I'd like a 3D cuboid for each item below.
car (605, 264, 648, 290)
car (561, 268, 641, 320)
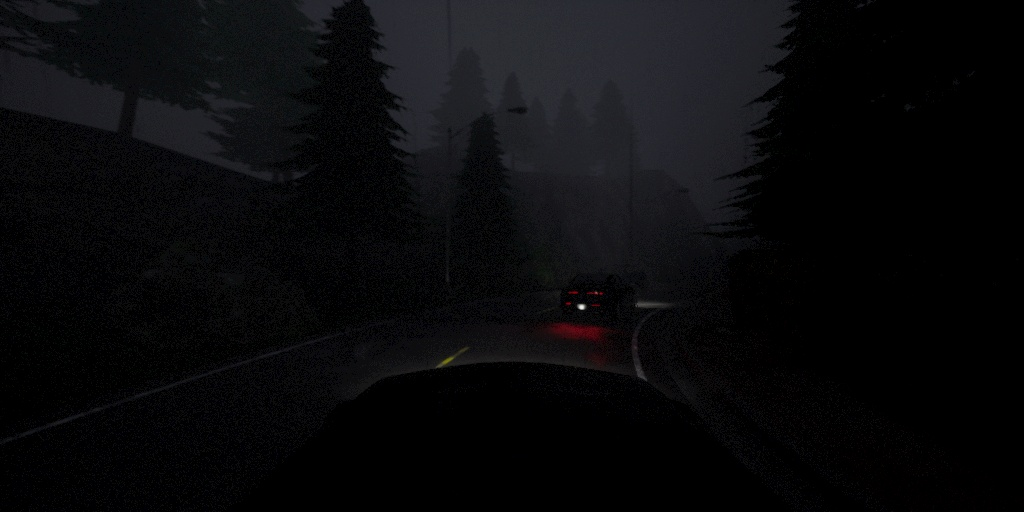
[{"bbox_3d":[6.820,1.282,23.022,4.553,1.767,2.097,1,0,-44],"label":"car"},{"bbox_3d":[3.307,1.346,13.230,1.837,1.490,4.892,0,-1,28],"label":"car"}]
